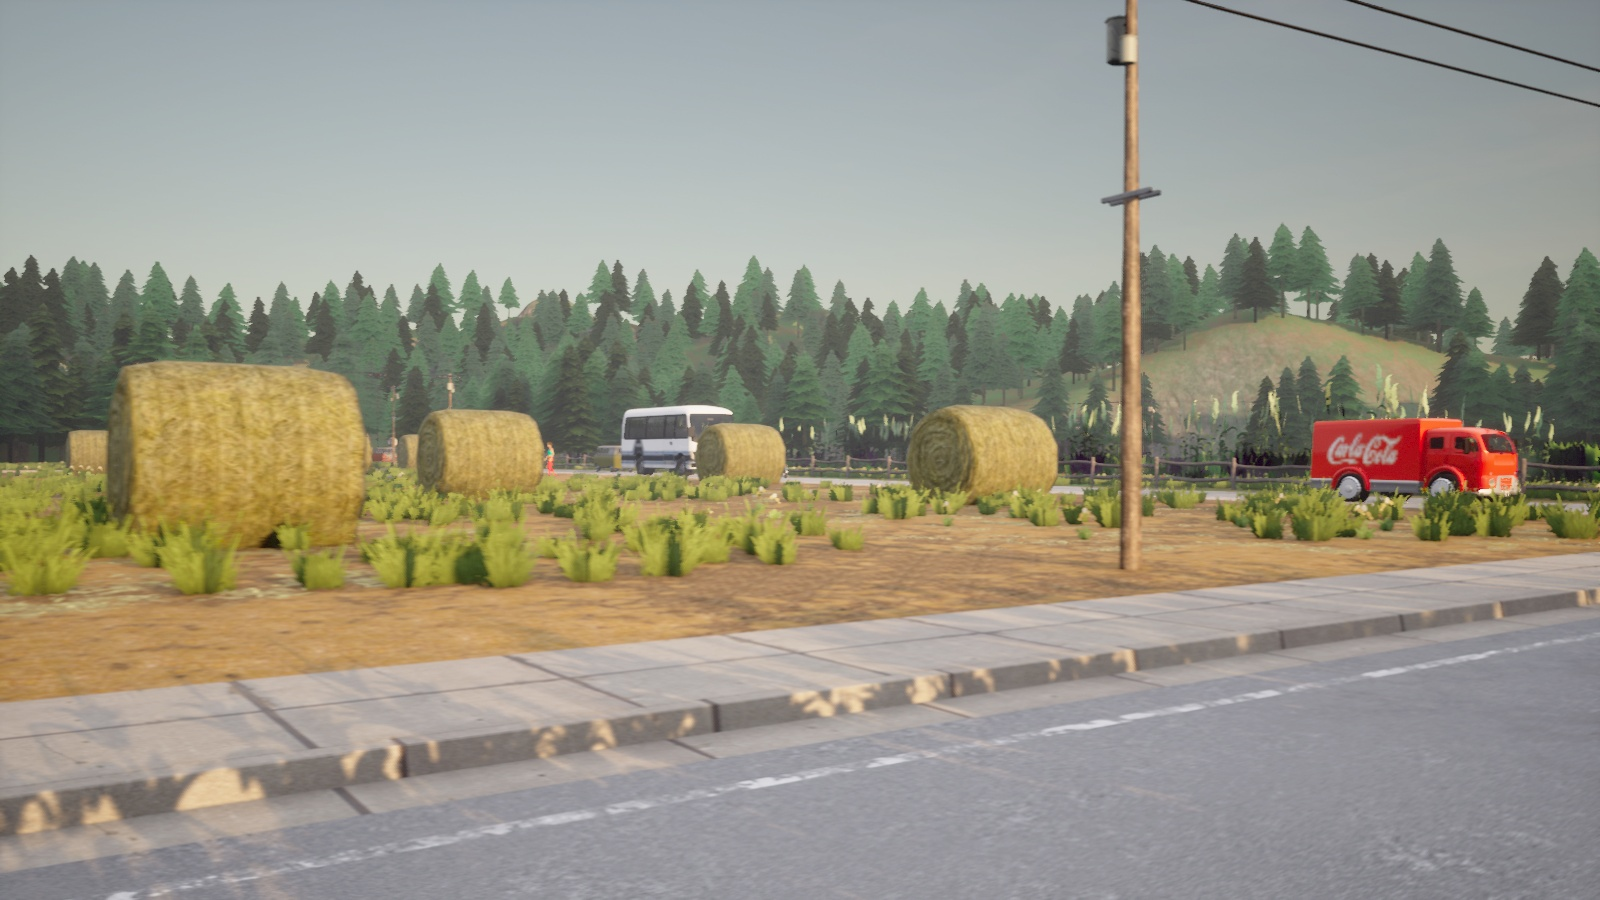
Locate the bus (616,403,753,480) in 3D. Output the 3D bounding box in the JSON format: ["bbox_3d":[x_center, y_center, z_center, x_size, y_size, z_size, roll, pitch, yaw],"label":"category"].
[{"bbox_3d":[-7.078,-0.468,75.122,3.944,4.253,10.273,0,0,-32],"label":"bus"}]

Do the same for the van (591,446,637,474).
[{"bbox_3d":[-13.711,0.719,92.413,1.775,1.987,4.442,0,0,-32],"label":"van"}]

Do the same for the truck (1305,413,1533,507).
[{"bbox_3d":[17.449,0.274,35.688,2.627,2.467,5.204,0,0,-32],"label":"truck"}]

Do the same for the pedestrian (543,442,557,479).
[{"bbox_3d":[-12.403,0.538,62.291,0.594,1.836,0.345,0,0,-20],"label":"pedestrian"}]
